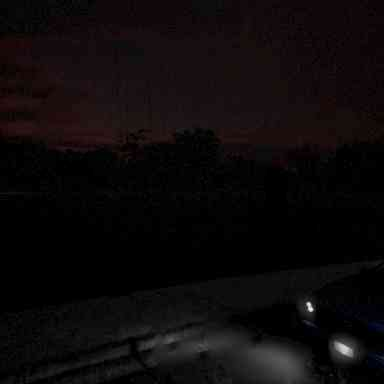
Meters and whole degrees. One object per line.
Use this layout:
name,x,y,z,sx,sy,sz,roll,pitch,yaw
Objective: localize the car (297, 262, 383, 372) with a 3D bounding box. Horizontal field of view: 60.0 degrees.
car,4.265,1.559,5.252,5.357,1.411,2.033,0,0,-26
